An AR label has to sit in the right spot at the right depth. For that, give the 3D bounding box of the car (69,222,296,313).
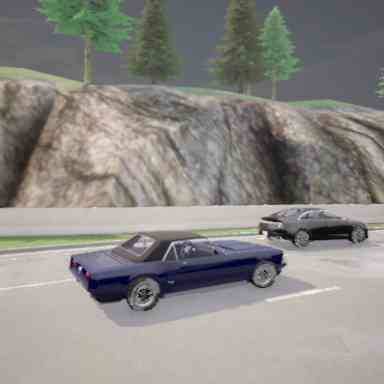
[{"bbox_3d":[-0.134,1.538,7.469,4.718,1.301,1.895,0,0,-30],"label":"car"}]

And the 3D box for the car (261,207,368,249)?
[{"bbox_3d":[5.128,1.407,13.929,4.902,1.511,2.128,0,0,-22],"label":"car"}]
